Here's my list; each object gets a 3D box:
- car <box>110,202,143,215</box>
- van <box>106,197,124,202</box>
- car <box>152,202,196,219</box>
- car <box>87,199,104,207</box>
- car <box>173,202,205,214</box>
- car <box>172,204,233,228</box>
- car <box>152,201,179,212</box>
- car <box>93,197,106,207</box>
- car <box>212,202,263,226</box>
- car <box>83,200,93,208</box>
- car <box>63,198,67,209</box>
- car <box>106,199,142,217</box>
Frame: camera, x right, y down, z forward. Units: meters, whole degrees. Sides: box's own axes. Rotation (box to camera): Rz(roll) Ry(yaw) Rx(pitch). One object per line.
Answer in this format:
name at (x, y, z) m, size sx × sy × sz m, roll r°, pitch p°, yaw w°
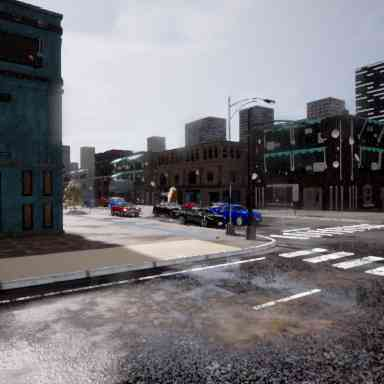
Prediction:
car at (-8.319, 1.989, 41.929) m, size 2.033 × 1.411 × 5.357 m, roll -1°, pitch 0°, yaw -35°
van at (-13.263, 1.907, 58.844) m, size 1.690 × 1.788 × 3.998 m, roll -1°, pitch 0°, yaw -35°
car at (-2.189, 1.813, 33.295) m, size 2.128 × 1.511 × 4.902 m, roll -1°, pitch 0°, yaw -35°
car at (-19.672, 2.228, 67.867) m, size 1.887 × 1.381 × 4.507 m, roll -1°, pitch 0°, yaw -35°
car at (-0.430, 1.904, 40.799) m, size 1.802 × 1.307 × 4.206 m, roll -2°, pitch 0°, yaw -35°
car at (0.682, 1.814, 24.561) m, size 1.947 × 1.339 × 4.313 m, roll -2°, pitch 0°, yaw -35°
car at (-3.636, 1.966, 45.310) m, size 1.802 × 1.307 × 4.206 m, roll -2°, pitch 0°, yaw -35°
car at (-16.470, 1.940, 63.355) m, size 2.192 × 1.841 × 5.009 m, roll -1°, pitch 0°, yaw -35°
car at (3.209, 1.692, 25.697) m, size 1.882 × 1.535 × 5.008 m, roll -1°, pitch 0°, yaw -36°
car at (-19.522, 2.194, 63.217) m, size 1.812 × 1.442 × 4.674 m, roll -1°, pitch 0°, yaw -35°
car at (-23.196, 2.233, 58.360) m, size 1.752 × 1.417 × 4.829 m, roll -1°, pitch 0°, yaw -35°
car at (-7.262, 1.846, 35.941) m, size 1.967 × 1.590 × 4.097 m, roll -1°, pitch 0°, yaw -35°
